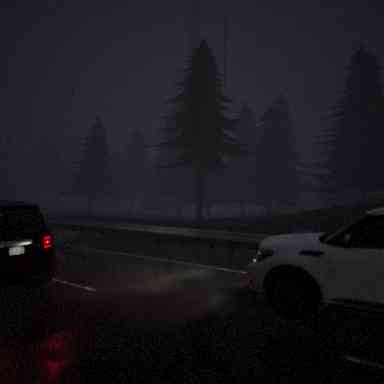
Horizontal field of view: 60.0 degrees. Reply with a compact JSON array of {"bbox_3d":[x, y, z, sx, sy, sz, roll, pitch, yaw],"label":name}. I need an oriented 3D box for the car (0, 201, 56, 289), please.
[{"bbox_3d":[-5.561,1.225,7.962,5.566,2.045,2.150,0,0,36],"label":"car"}]

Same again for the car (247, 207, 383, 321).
[{"bbox_3d":[3.739,1.222,5.626,5.566,2.045,2.150,0,0,36],"label":"car"}]

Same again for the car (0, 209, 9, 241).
[{"bbox_3d":[-11.455,1.555,16.468,5.357,1.411,2.033,0,0,36],"label":"car"}]
